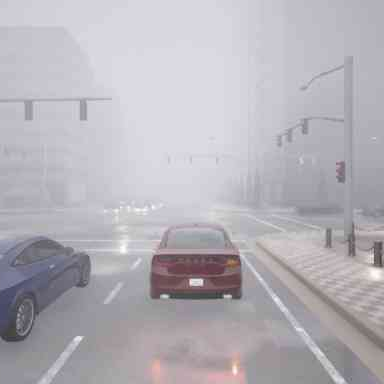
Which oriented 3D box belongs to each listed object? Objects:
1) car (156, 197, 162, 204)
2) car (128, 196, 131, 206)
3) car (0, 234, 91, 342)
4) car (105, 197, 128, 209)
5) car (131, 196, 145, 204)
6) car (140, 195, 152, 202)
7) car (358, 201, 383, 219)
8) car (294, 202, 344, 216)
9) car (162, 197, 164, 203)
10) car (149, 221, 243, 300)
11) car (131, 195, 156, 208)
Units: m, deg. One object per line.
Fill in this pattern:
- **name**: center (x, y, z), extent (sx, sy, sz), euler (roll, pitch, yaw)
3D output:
- **car**: center (-6.979, 1.491, 57.933), extent (2.128, 1.511, 4.902), euler (0, 0, 0)
- **car**: center (-10.494, 1.491, 54.767), extent (2.128, 1.511, 4.902), euler (0, 0, 0)
- **car**: center (-3.419, 1.526, 6.352), extent (1.812, 1.442, 4.674), euler (0, 0, 0)
- **car**: center (-10.520, 1.505, 45.539), extent (1.837, 1.490, 4.892), euler (0, 0, 0)
- **car**: center (-10.425, 1.564, 64.765), extent (1.994, 1.385, 4.181), euler (0, 0, 1)
- **car**: center (-10.371, 1.478, 75.152), extent (1.882, 1.535, 5.008), euler (0, 0, 0)
- **car**: center (16.327, 1.436, 27.364), extent (4.902, 1.511, 2.128), euler (0, 0, 0)
- **car**: center (12.036, 1.545, 30.908), extent (4.718, 1.301, 1.895), euler (0, 0, 1)
- **car**: center (-6.889, 1.601, 68.224), extent (1.895, 1.301, 4.718), euler (0, 0, 0)
- **car**: center (0.094, 1.478, 8.481), extent (1.882, 1.535, 5.008), euler (0, 0, 0)
- **car**: center (-7.013, 1.491, 48.626), extent (2.128, 1.511, 4.902), euler (0, 0, 0)
